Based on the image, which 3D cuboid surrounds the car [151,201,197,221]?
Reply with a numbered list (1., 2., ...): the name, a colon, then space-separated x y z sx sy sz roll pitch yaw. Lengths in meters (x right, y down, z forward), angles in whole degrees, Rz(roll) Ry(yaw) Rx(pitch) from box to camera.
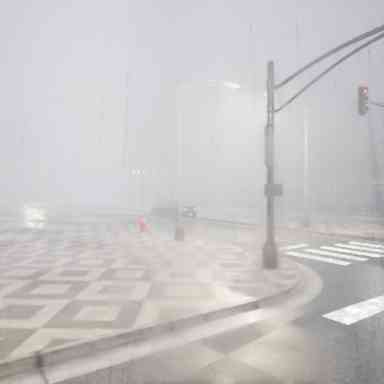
1. car: -1.573 1.509 27.227 2.128 1.511 4.902 0 0 -37
